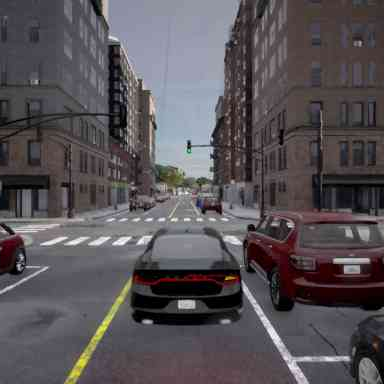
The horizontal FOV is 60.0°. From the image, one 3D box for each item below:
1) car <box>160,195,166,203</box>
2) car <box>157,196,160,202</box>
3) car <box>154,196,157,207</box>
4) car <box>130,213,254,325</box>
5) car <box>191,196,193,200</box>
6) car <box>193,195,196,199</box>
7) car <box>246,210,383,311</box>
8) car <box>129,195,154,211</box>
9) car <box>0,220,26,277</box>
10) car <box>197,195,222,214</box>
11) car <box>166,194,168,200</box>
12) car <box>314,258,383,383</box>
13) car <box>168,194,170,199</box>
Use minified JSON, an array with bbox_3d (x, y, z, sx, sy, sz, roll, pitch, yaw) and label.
[{"bbox_3d":[-6.805,1.540,67.576,1.887,1.381,4.507,0,0,-1],"label":"car"},{"bbox_3d":[-6.466,1.547,51.068,2.008,1.369,4.403,0,0,-1],"label":"car"},{"bbox_3d":[-6.353,1.563,45.565,1.947,1.339,4.313,0,0,-1],"label":"car"},{"bbox_3d":[-0.104,1.477,7.318,1.882,1.535,5.008,0,0,-1],"label":"car"},{"bbox_3d":[0.672,1.518,95.429,1.752,1.417,4.829,0,0,-1],"label":"car"},{"bbox_3d":[1.634,1.312,51.239,2.192,1.841,5.009,0,0,-1],"label":"car"},{"bbox_3d":[2.496,1.315,7.680,2.192,1.841,5.009,0,0,-1],"label":"car"},{"bbox_3d":[-6.240,1.313,40.063,2.192,1.841,5.009,0,0,-1],"label":"car"},{"bbox_3d":[-5.527,1.440,7.511,1.967,1.590,4.097,0,0,-1],"label":"car"},{"bbox_3d":[1.993,1.313,34.731,2.192,1.841,5.009,0,0,-1],"label":"car"},{"bbox_3d":[-6.918,1.539,73.078,1.887,1.381,4.507,0,0,-1],"label":"car"},{"bbox_3d":[2.615,1.551,1.999,2.008,1.369,4.403,0,0,-1],"label":"car"},{"bbox_3d":[-7.031,1.545,78.580,2.008,1.369,4.403,0,0,-1],"label":"car"}]
